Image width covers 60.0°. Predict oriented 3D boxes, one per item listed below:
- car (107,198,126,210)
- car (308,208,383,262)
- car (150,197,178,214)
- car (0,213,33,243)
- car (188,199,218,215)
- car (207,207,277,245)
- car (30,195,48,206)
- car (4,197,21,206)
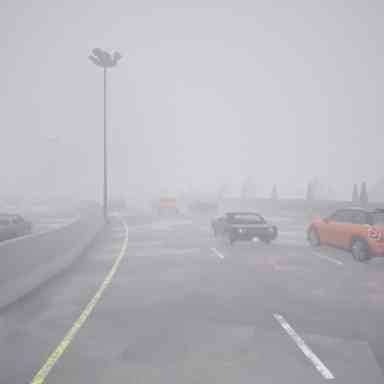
[{"bbox_3d":[-9.785,1.490,42.469,2.128,1.511,4.902,0,0,-25],"label":"car"},{"bbox_3d":[6.132,1.350,12.304,2.097,1.767,4.553,0,0,-6],"label":"car"},{"bbox_3d":[-3.004,1.352,35.311,2.097,1.767,4.553,0,0,-20],"label":"car"},{"bbox_3d":[-8.343,1.601,13.979,1.895,1.301,4.718,0,0,-9],"label":"car"},{"bbox_3d":[1.039,1.476,34.479,1.882,1.535,5.008,0,0,-18],"label":"car"},{"bbox_3d":[2.216,1.600,15.615,1.895,1.301,4.718,0,0,-9],"label":"car"},{"bbox_3d":[-24.931,1.350,54.207,2.097,1.767,4.553,0,0,-36],"label":"car"},{"bbox_3d":[-29.258,1.476,54.203,1.882,1.535,5.008,0,0,-37],"label":"car"}]
